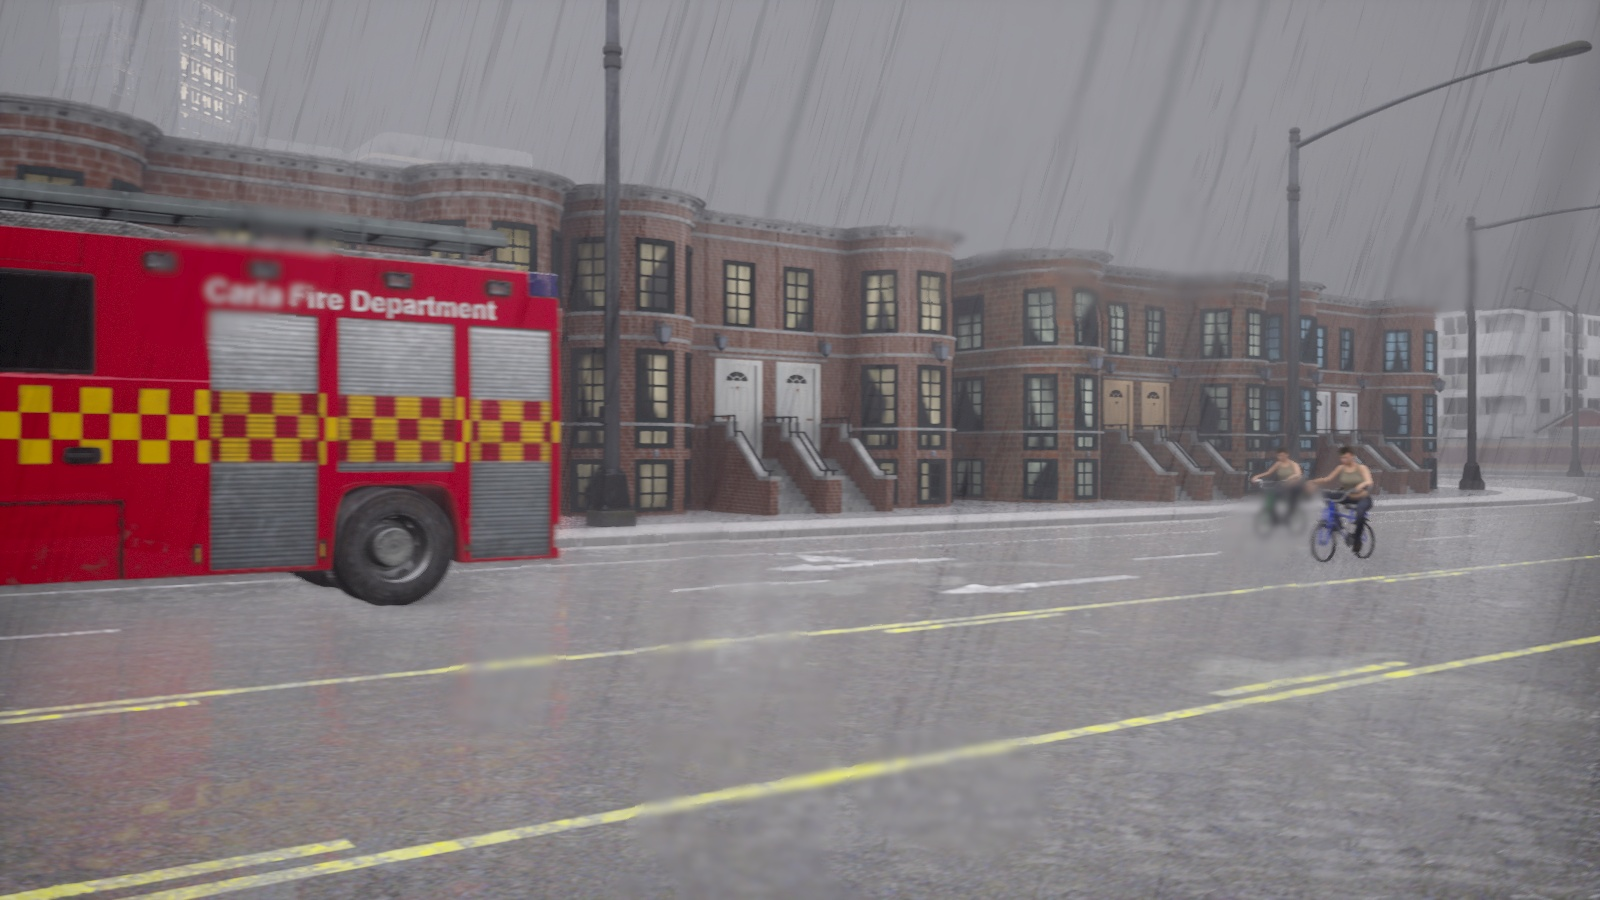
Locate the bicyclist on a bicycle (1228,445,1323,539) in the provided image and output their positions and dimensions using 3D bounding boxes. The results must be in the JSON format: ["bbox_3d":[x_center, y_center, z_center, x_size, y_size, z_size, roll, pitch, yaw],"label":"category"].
[{"bbox_3d":[8.459,0.718,22.330,1.509,1.612,0.866,0,0,-35],"label":"bicyclist on a bicycle"}]

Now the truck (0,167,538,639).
[{"bbox_3d":[-6.986,-0.377,11.607,8.468,3.827,2.891,0,0,-35],"label":"truck"}]

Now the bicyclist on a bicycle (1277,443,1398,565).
[{"bbox_3d":[7.430,0.708,17.356,1.509,1.612,0.866,0,0,-35],"label":"bicyclist on a bicycle"}]
